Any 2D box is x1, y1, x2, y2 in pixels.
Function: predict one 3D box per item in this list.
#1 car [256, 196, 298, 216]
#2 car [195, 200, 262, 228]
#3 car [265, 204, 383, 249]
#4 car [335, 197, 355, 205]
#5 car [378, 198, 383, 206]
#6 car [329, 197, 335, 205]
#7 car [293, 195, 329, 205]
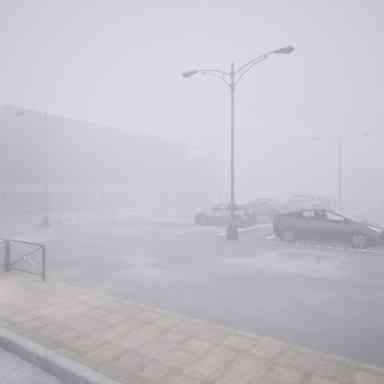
[{"bbox_3d":[5.542,1.345,26.836,5.027,1.636,2.152,0,0,35],"label":"car"},{"bbox_3d":[2.129,1.424,21.392,3.806,1.475,1.970,0,0,35],"label":"car"},{"bbox_3d":[5.807,1.490,14.351,4.514,1.523,2.007,0,0,35],"label":"car"},{"bbox_3d":[24.966,1.565,55.089,3.633,1.501,1.845,0,0,35],"label":"car"},{"bbox_3d":[29.339,1.576,48.393,3.806,1.475,1.970,0,0,35],"label":"car"},{"bbox_3d":[14.202,1.289,39.938,4.605,1.855,1.932,0,0,35],"label":"car"},{"bbox_3d":[12.875,1.269,37.321,3.866,1.878,1.905,0,0,35],"label":"car"}]
